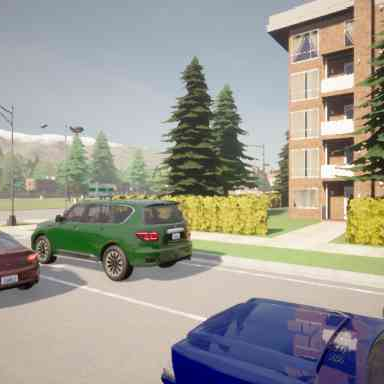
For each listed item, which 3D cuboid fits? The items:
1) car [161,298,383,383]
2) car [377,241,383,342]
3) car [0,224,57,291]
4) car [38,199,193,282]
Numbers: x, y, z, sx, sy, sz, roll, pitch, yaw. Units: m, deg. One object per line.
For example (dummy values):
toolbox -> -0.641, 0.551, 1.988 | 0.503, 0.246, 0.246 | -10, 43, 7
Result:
car -> 2.054, 1.601, 2.531 | 4.718, 1.301, 1.895 | 0, 0, 35
car -> 5.091, 1.564, 4.665 | 4.181, 1.385, 1.994 | 0, 0, 35
car -> -5.385, 1.526, 7.779 | 4.674, 1.442, 1.812 | 0, 0, 36
car -> -2.580, 1.221, 10.071 | 5.566, 2.045, 2.150 | 0, 0, 36
